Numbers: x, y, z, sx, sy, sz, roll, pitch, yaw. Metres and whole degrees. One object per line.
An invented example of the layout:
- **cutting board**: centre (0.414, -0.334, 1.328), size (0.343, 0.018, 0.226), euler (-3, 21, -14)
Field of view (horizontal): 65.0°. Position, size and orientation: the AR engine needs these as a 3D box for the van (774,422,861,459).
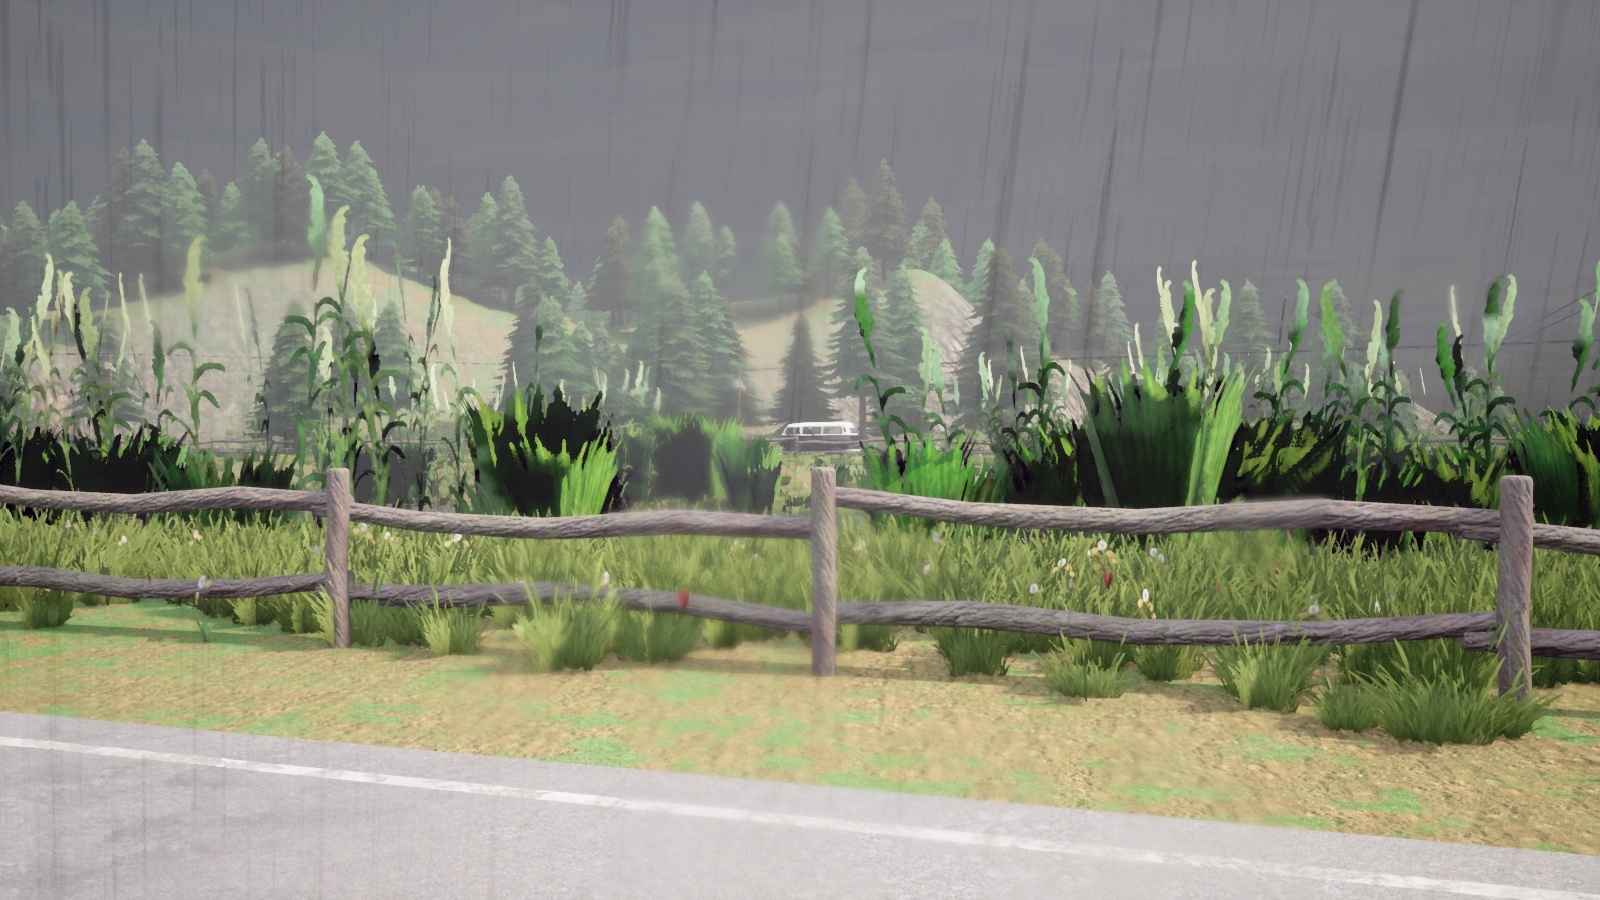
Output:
- **van**: centre (1.012, -0.552, 71.227), size (4.480, 2.038, 2.069), euler (1, 1, 20)
